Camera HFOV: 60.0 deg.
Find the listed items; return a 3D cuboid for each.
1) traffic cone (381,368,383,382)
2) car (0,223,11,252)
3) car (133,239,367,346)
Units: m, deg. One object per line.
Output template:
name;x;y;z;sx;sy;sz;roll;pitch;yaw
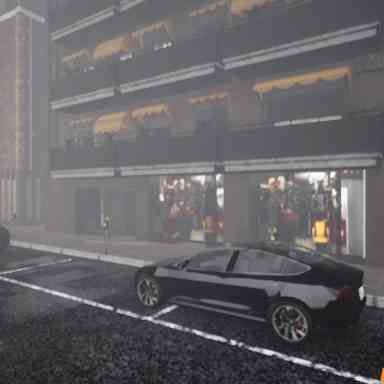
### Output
traffic cone;1.916;1.954;3.150;0.340;0.580;0.340;0;0;34
car;-8.555;1.533;12.475;4.403;1.369;2.008;0;0;34
car;0.852;1.560;6.219;4.313;1.339;1.947;0;0;34
